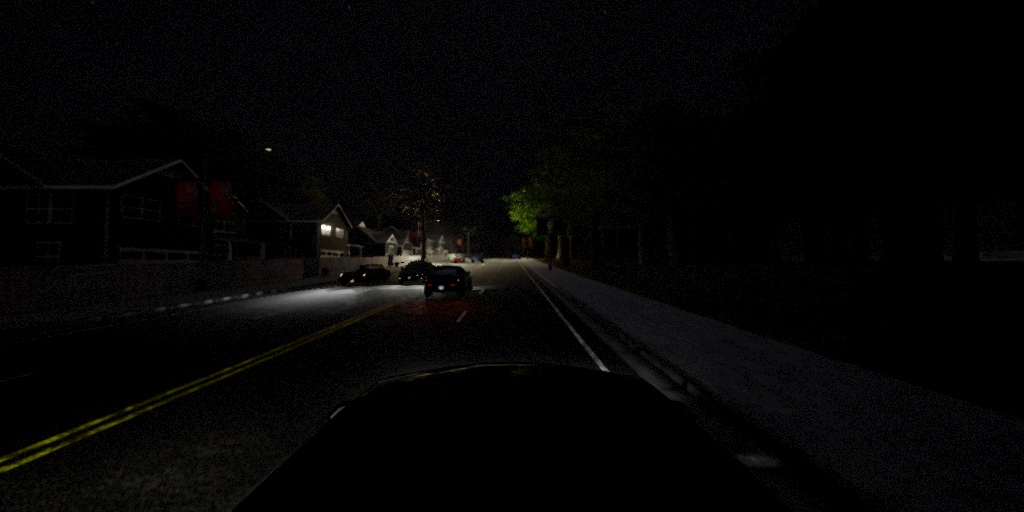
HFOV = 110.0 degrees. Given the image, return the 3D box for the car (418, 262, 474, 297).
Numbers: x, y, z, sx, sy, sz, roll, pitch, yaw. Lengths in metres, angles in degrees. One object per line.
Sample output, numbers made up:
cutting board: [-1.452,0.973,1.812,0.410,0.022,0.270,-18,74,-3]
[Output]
car: [-3.155,1.199,18.250,1.812,1.442,4.674,0,0,0]

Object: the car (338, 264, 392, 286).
car: [-9.856,1.231,24.331,1.895,1.301,4.718,0,0,0]

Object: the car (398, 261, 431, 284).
car: [-6.605,1.127,25.458,1.837,1.490,4.892,0,0,0]
